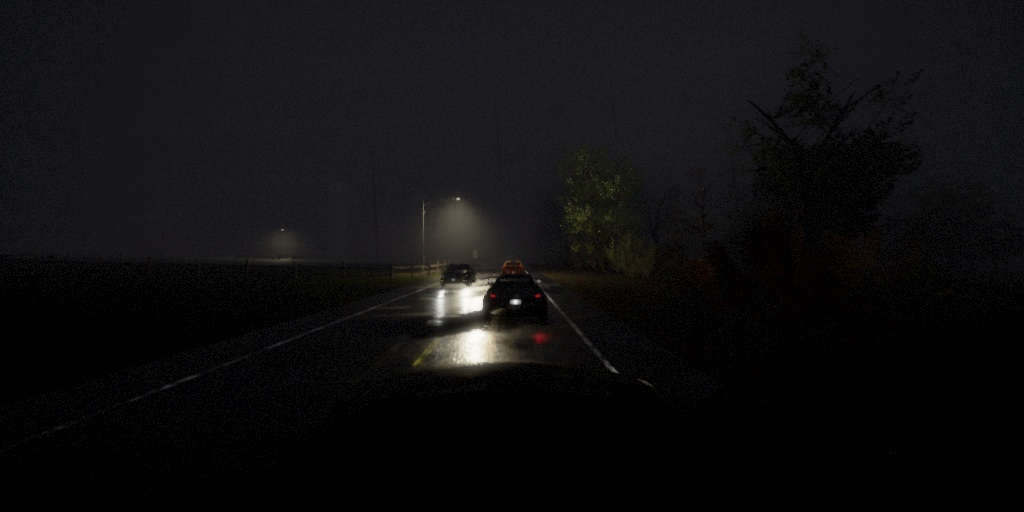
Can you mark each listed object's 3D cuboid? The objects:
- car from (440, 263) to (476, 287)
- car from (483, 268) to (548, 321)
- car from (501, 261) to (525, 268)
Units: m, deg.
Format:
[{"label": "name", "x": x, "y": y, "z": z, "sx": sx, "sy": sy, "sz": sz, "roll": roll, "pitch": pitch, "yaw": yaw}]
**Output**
[{"label": "car", "x": -3.512, "y": 1.208, "z": 23.979, "sx": 1.837, "sy": 1.490, "sz": 4.892, "roll": 0, "pitch": 0, "yaw": 0}, {"label": "car", "x": 0.101, "y": 1.290, "z": 12.293, "sx": 1.994, "sy": 1.385, "sz": 4.181, "roll": 0, "pitch": 0, "yaw": 0}, {"label": "car", "x": 0.098, "y": 1.161, "z": 31.255, "sx": 1.882, "sy": 1.535, "sz": 5.008, "roll": 0, "pitch": 0, "yaw": 0}]
